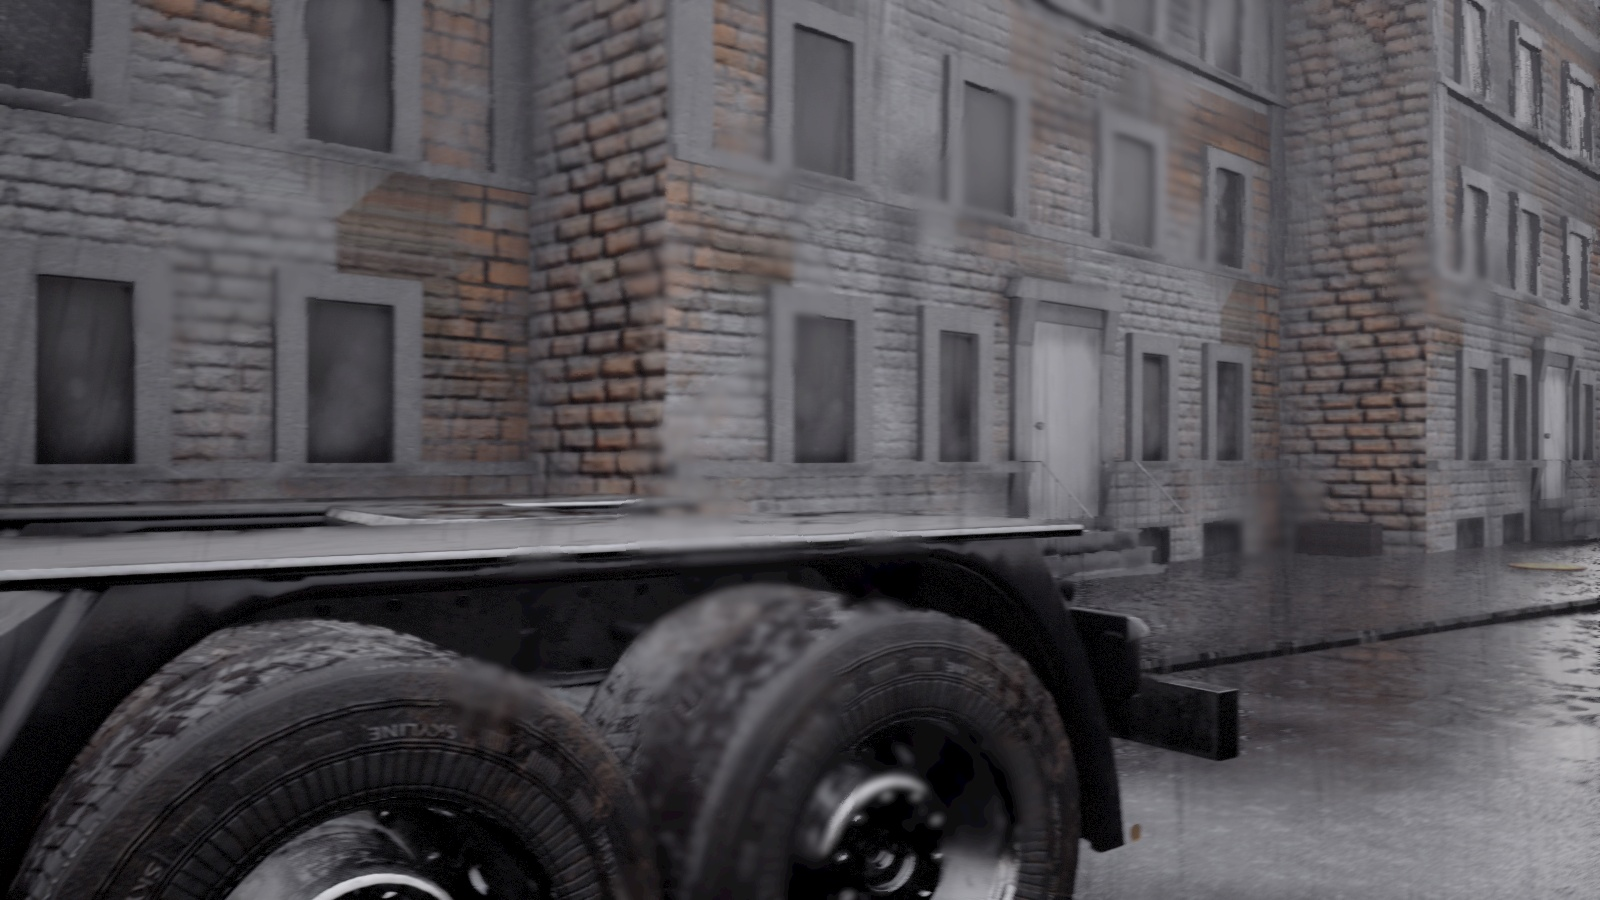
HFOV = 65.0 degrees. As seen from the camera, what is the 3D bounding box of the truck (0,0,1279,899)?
[{"bbox_3d":[-2.784,-0.225,2.332,7.936,3.462,2.891,0,0,-35],"label":"truck"}]
